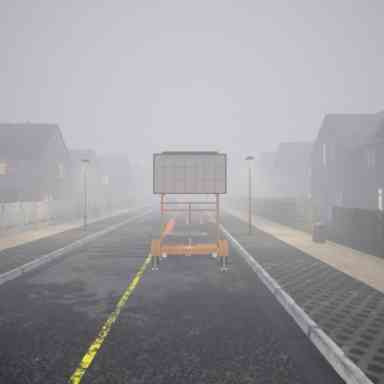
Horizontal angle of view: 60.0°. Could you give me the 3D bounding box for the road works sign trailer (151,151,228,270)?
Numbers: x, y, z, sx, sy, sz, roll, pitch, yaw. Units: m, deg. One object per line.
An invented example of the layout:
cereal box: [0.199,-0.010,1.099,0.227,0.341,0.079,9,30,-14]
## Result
road works sign trailer: [-0.069,0.467,10.996,2.380,3.560,2.880,0,0,0]

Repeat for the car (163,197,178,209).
car: [-3.068,1.462,45.387,2.097,1.767,4.553,0,0,0]
